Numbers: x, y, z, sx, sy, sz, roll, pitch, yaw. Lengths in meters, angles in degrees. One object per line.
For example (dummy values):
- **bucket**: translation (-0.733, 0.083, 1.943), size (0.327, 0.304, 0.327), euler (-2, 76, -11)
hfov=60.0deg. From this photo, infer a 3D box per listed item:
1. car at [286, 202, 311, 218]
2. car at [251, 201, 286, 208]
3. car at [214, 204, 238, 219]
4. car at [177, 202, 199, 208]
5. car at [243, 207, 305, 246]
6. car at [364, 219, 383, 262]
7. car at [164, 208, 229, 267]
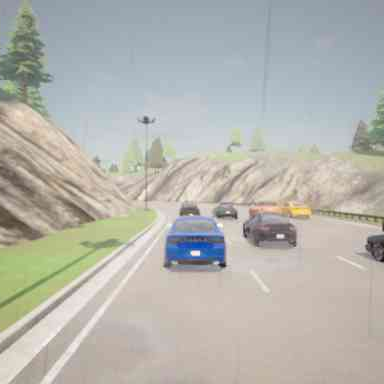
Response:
- **car**: translation (10.050, 1.740, 33.164), size (1.882, 1.535, 5.008), euler (0, 0, -5)
- **car**: translation (6.703, 1.595, 30.884), size (2.097, 1.767, 4.553), euler (0, -1, -4)
- **car**: translation (3.110, 1.818, 32.110), size (1.994, 1.385, 4.181), euler (0, 0, -4)
- **car**: translation (-0.333, 1.755, 31.438), size (1.837, 1.490, 4.892), euler (0, 0, -4)
- **car**: translation (3.588, 1.651, 15.804), size (1.812, 1.442, 4.674), euler (0, 0, 0)
- **car**: translation (7.099, 1.623, 9.463), size (2.033, 1.411, 5.357), euler (0, 0, 0)
- **car**: translation (0.098, 1.572, 11.797), size (1.882, 1.535, 5.008), euler (0, 0, 0)
